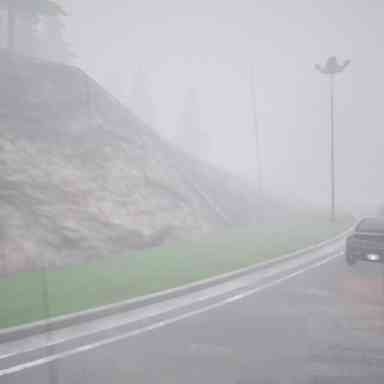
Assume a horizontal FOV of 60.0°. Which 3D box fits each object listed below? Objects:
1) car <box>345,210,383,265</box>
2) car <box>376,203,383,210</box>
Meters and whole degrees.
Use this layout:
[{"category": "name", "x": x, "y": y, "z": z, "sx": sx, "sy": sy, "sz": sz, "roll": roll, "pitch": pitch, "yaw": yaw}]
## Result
[{"category": "car", "x": 6.630, "y": 1.588, "z": 11.199, "sx": 1.837, "sy": 1.490, "sz": 4.892, "roll": 0, "pitch": -1, "yaw": 40}, {"category": "car", "x": 17.489, "y": 1.717, "z": 29.301, "sx": 1.837, "sy": 1.490, "sz": 4.892, "roll": 0, "pitch": 0, "yaw": 25}]
